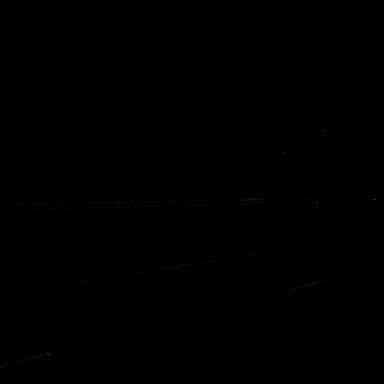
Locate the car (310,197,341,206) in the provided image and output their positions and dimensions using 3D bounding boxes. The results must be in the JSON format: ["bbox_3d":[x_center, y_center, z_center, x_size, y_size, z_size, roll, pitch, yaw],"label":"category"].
[{"bbox_3d":[15.538,1.483,36.576,5.008,1.535,1.882,0,0,-35],"label":"car"}]

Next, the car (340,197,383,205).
[{"bbox_3d":[17.506,1.510,33.681,4.892,1.490,1.837,0,0,-35],"label":"car"}]
